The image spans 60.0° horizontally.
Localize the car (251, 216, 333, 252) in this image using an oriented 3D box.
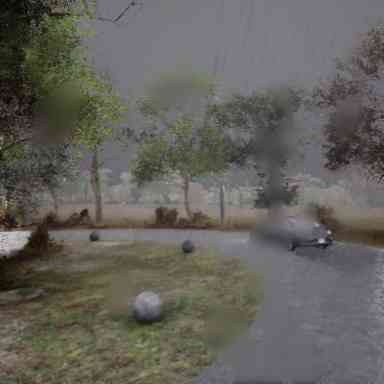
[{"bbox_3d":[4.512,1.861,15.572,1.812,1.442,4.674,0,-2,-18],"label":"car"}]
